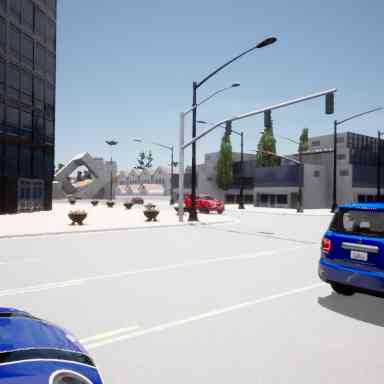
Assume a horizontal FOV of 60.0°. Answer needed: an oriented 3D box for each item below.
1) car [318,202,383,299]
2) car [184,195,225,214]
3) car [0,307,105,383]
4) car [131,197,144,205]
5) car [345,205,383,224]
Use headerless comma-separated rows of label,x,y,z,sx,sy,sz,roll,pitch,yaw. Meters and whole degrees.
car,5.179,1.239,7.497,5.566,2.045,2.150,0,0,-35
car,1.267,1.314,36.702,2.150,2.045,5.566,1,-1,-35
car,-2.747,1.352,1.783,4.553,1.767,2.097,0,0,-35
car,-10.272,1.646,62.296,1.882,1.535,5.008,1,0,-20
car,14.820,1.779,27.513,4.718,1.301,1.895,1,0,-36
